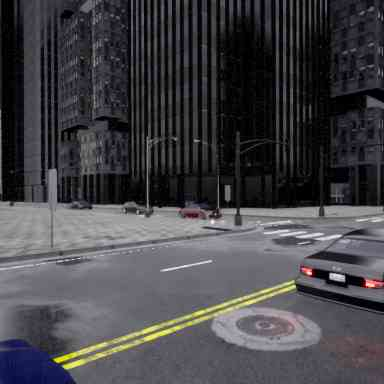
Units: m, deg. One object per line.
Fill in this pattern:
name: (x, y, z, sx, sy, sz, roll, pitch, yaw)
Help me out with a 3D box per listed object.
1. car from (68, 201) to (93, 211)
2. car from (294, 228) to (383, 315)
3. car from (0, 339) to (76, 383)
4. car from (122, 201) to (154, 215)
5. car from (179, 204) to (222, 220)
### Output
car: (-16.515, 2.001, 49.181, 2.033, 1.411, 5.357, 0, 0, -42)
car: (4.418, 1.547, 7.523, 5.357, 1.411, 2.033, 0, 0, -42)
car: (-2.664, 1.601, 1.162, 4.718, 1.301, 1.895, 0, 0, -42)
car: (-6.157, 1.796, 37.592, 1.837, 1.490, 4.892, 0, 0, -41)
car: (0.681, 1.750, 29.955, 1.994, 1.385, 4.181, 0, 0, -43)
